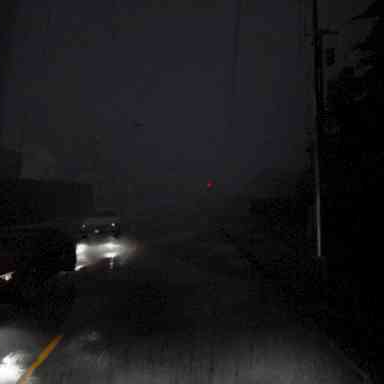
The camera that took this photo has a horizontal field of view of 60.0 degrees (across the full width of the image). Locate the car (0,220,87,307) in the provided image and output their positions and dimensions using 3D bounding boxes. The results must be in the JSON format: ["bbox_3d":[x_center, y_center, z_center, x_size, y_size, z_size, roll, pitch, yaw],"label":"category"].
[{"bbox_3d":[-4.258,1.587,8.224,1.812,1.442,4.674,-1,0,-2],"label":"car"}]

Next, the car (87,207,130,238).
[{"bbox_3d":[-4.530,1.563,17.969,1.812,1.442,4.674,-1,0,-1],"label":"car"}]
